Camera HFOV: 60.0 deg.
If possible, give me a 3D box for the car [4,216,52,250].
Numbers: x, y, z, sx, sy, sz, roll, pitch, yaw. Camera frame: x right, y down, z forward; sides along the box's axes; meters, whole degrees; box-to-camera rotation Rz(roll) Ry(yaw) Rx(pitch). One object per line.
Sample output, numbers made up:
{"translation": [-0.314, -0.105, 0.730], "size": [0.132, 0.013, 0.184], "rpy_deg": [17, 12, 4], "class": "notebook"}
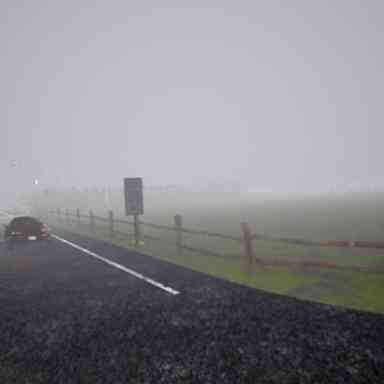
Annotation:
{"translation": [-8.361, 1.960, 16.851], "size": [1.812, 1.442, 4.674], "rpy_deg": [-3, 0, -32], "class": "car"}
